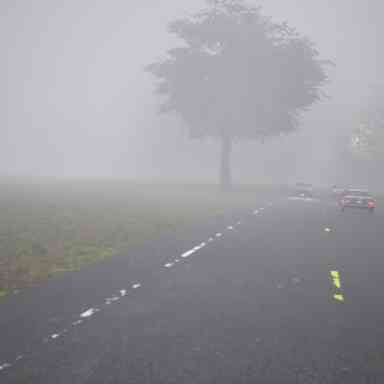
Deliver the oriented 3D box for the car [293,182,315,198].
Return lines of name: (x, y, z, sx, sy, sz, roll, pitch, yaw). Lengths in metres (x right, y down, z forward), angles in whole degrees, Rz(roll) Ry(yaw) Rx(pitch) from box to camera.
car: (11.097, -0.277, 32.953, 2.033, 1.411, 5.357, 5, 4, 21)

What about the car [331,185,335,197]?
car: (15.492, -0.106, 34.530, 1.895, 1.301, 4.718, 5, 4, 21)

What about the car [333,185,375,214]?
car: (10.638, 0.512, 21.721, 2.033, 1.411, 5.357, 5, 4, 21)
